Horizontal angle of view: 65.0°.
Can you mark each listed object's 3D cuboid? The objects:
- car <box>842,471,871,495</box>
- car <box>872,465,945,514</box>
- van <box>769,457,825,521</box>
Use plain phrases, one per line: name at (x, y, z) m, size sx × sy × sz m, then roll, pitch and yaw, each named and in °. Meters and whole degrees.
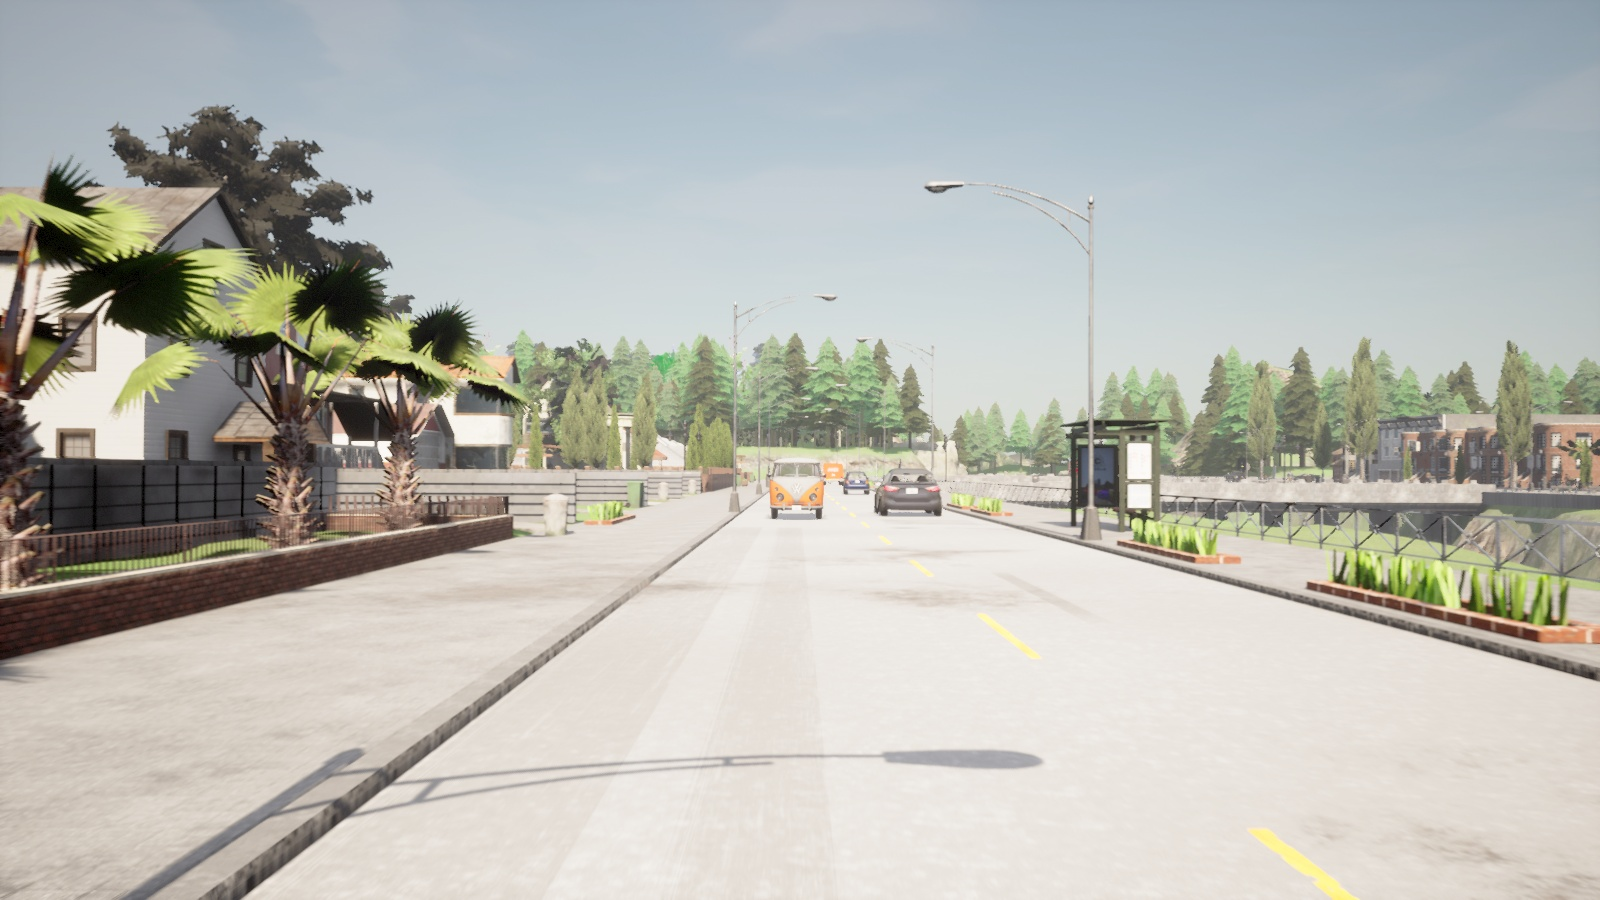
car at (3.800, 2.204, 85.170) m, size 1.789 × 1.549 × 3.705 m, roll 0°, pitch -1°, yaw 0°
car at (3.892, 1.410, 45.789) m, size 2.242 × 1.667 × 4.611 m, roll 0°, pitch -1°, yaw 0°
van at (-0.099, 1.264, 41.604) m, size 1.775 × 1.987 × 4.442 m, roll 0°, pitch -1°, yaw 0°
